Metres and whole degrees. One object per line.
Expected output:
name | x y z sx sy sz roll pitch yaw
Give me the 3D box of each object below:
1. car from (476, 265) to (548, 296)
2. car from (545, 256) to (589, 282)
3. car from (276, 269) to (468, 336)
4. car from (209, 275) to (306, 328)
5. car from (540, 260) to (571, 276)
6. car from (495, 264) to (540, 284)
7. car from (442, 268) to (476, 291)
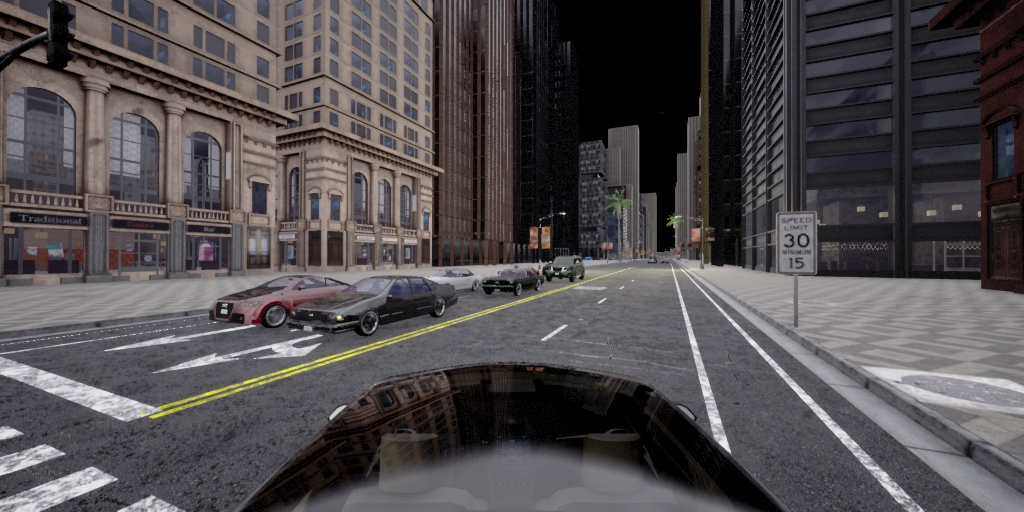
car | 0.162 1.358 19.577 1.895 1.301 4.718 0 0 24
car | 4.463 0.987 29.372 2.150 2.045 5.566 0 0 23
car | -3.690 1.299 10.796 2.033 1.411 5.357 0 0 24
car | -6.939 1.316 11.469 1.994 1.385 4.181 0 0 24
car | 4.713 1.251 37.947 1.882 1.535 5.008 0 0 24
car | 0.579 1.364 28.616 1.895 1.301 4.718 0 0 24
car | -3.425 1.357 19.494 1.895 1.301 4.718 0 0 24
